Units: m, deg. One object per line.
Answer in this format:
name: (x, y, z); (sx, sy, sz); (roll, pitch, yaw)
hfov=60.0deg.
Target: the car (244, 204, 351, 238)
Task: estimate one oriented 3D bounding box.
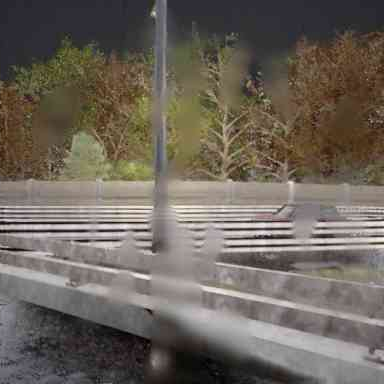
car: (4.698, 1.333, 15.195); (4.553, 1.767, 2.097); (0, 0, -9)
